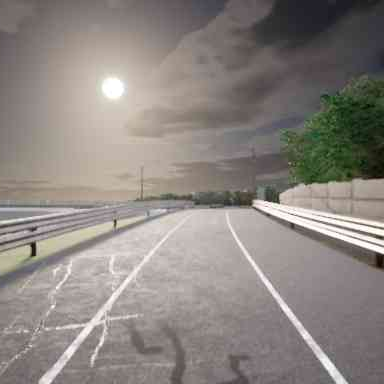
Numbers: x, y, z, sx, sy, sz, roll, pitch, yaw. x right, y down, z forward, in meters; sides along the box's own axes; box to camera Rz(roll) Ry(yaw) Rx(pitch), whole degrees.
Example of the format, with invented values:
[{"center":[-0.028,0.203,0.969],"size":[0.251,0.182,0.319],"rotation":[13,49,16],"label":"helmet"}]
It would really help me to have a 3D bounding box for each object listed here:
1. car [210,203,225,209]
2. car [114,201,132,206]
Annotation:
[{"center":[6.272,3.541,80.694],"size":[2.128,1.511,4.902],"rotation":[-3,-4,39],"label":"car"},{"center":[-12.497,2.451,62.891],"size":[4.674,1.442,1.812],"rotation":[3,-4,-37],"label":"car"}]
